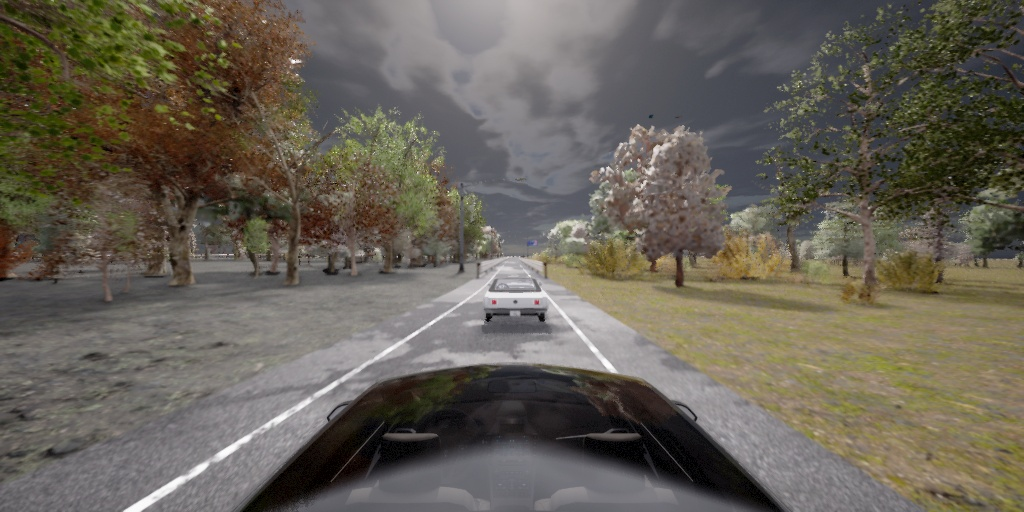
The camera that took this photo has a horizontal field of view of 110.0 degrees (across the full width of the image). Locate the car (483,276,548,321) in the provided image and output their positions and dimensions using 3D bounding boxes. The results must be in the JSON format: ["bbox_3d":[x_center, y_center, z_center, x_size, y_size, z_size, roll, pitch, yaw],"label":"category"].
[{"bbox_3d":[0.097,1.340,12.403,1.895,1.301,4.718,0,0,0],"label":"car"}]
